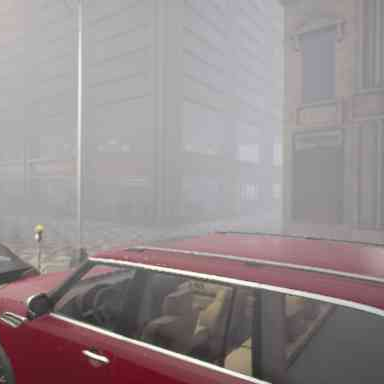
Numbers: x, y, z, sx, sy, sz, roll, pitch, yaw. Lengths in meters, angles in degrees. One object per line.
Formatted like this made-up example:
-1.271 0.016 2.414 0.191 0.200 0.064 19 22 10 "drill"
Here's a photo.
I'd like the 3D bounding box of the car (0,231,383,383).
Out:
-0.019 1.303 2.969 5.009 1.841 2.192 1 1 35 "car"
